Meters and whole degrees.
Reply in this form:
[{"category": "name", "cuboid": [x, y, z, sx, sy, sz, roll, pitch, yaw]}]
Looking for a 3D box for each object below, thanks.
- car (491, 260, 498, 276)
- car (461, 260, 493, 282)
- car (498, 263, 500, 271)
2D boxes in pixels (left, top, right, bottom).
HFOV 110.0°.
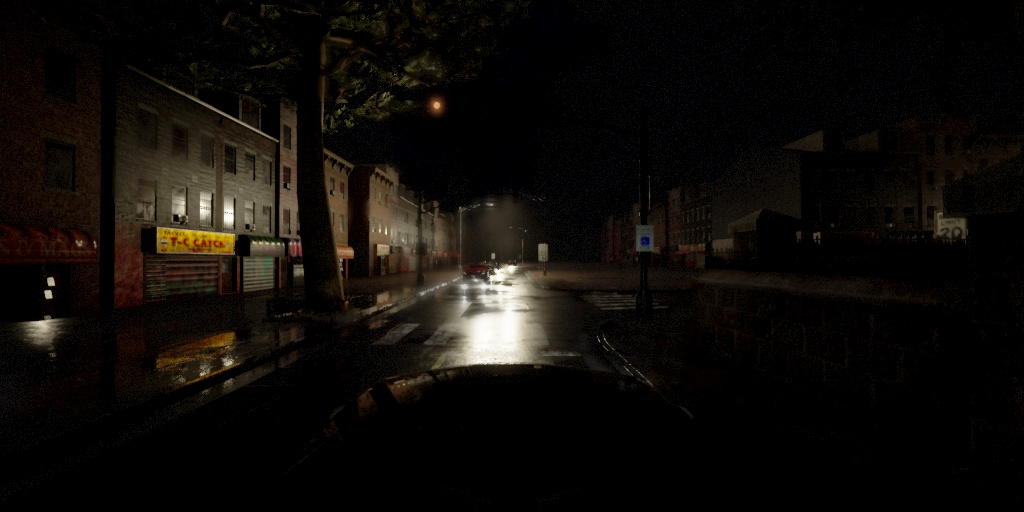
[{"category": "car", "cuboid": [-2.791, 1.275, 38.026, 1.837, 1.490, 4.892, 0, 0, 0]}, {"category": "car", "cuboid": [-2.806, 1.287, 28.787, 1.812, 1.442, 4.674, 0, 0, 0]}, {"category": "car", "cuboid": [-2.753, 1.328, 51.824, 1.812, 1.442, 4.674, 0, 0, 0]}]
